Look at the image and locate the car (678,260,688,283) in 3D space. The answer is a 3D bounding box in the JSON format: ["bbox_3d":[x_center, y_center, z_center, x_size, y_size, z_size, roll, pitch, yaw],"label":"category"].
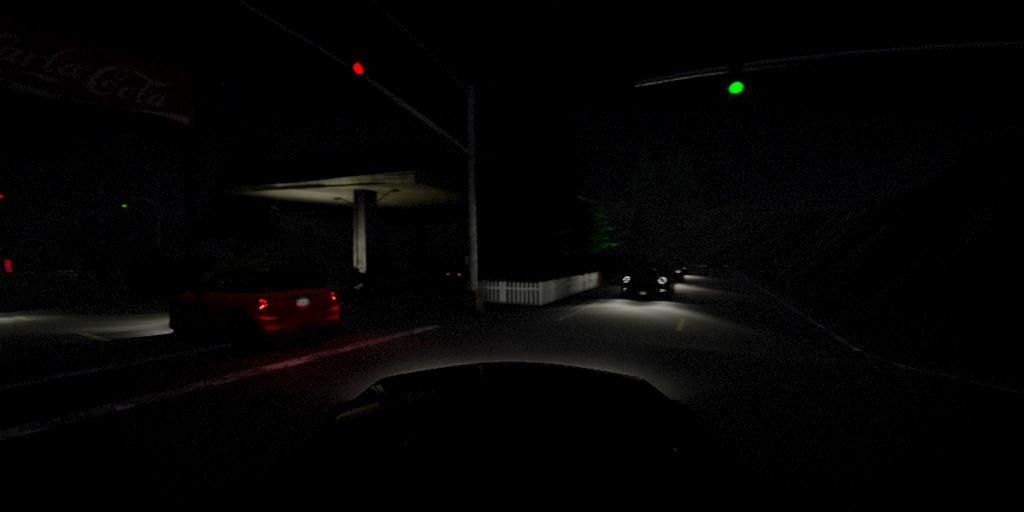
[{"bbox_3d":[11.744,1.002,27.003,2.097,1.767,4.553,-1,0,28],"label":"car"}]

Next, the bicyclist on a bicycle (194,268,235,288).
[{"bbox_3d":[-13.523,1.382,15.943,1.656,1.620,0.582,0,0,-1],"label":"bicyclist on a bicycle"}]

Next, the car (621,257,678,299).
[{"bbox_3d":[6.969,1.084,18.166,2.097,1.767,4.553,-1,0,28],"label":"car"}]

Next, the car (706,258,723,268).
[{"bbox_3d":[28.613,0.946,50.682,1.994,1.385,4.181,-1,0,26],"label":"car"}]

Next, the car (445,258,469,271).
[{"bbox_3d":[-8.764,1.344,60.332,1.994,1.385,4.181,-1,0,28],"label":"car"}]

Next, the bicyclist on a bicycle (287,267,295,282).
[{"bbox_3d":[-11.767,1.396,19.233,0.582,1.620,1.656,-1,0,-22],"label":"bicyclist on a bicycle"}]

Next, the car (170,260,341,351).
[{"bbox_3d":[-6.496,1.073,9.015,4.553,1.767,2.097,-1,0,29],"label":"car"}]

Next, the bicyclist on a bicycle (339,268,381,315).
[{"bbox_3d":[-5.349,1.237,12.567,1.656,1.620,0.582,0,-2,9],"label":"bicyclist on a bicycle"}]

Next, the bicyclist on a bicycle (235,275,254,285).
[{"bbox_3d":[-13.352,1.410,17.837,0.582,1.620,1.656,0,-1,31],"label":"bicyclist on a bicycle"}]
